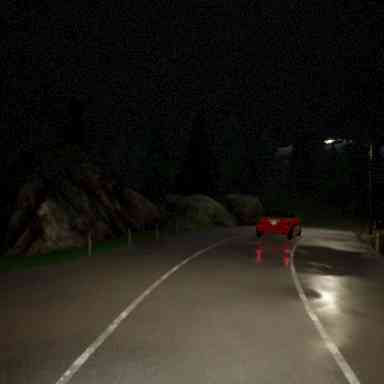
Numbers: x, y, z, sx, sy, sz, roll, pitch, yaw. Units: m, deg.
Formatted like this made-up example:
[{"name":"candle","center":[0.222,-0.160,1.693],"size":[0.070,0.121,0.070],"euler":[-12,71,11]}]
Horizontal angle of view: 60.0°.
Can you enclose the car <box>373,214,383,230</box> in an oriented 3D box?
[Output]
[{"name":"car","center":[25.030,3.930,41.511],"size":[5.566,2.045,2.150],"euler":[6,-3,-29]}]

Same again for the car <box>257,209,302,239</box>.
[{"name":"car","center":[5.640,1.906,21.063],"size":[2.097,1.767,4.553],"euler":[1,-2,26]}]
